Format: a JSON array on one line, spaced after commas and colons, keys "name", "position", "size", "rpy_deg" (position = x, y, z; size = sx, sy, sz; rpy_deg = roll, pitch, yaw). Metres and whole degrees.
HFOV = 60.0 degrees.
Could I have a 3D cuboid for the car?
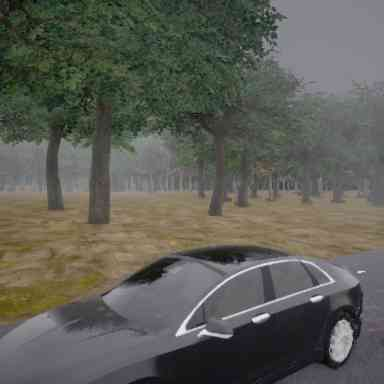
[{"name": "car", "position": [0.252, 1.507, 4.170], "size": [4.892, 1.490, 1.837], "rpy_deg": [0, 0, -35]}]
